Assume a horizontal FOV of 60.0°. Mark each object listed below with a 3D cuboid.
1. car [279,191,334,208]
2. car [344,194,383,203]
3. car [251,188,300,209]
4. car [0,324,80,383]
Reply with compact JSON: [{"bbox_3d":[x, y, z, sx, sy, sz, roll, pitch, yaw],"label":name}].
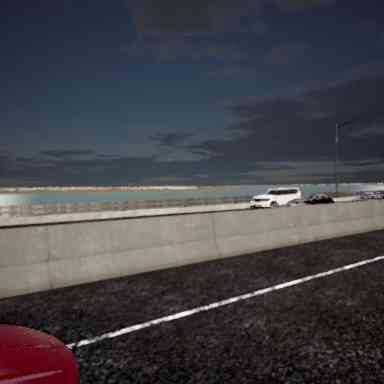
[{"bbox_3d":[10.059,0.897,28.257,4.902,1.511,2.128,-2,1,-35],"label":"car"},{"bbox_3d":[14.316,0.886,26.971,5.357,1.411,2.033,-2,1,-35],"label":"car"},{"bbox_3d":[8.012,0.628,31.098,5.566,2.045,2.150,-2,1,-35],"label":"car"},{"bbox_3d":[-3.086,1.520,1.534,5.008,1.535,1.882,-2,1,-36],"label":"car"}]
